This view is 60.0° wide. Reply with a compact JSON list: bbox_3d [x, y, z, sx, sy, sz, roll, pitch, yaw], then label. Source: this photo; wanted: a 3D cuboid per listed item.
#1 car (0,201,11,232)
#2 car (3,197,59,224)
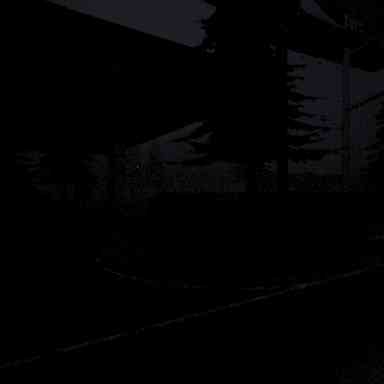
[{"bbox_3d":[-11.895,1.481,16.548,4.611,1.667,2.242,0,0,-36],"label":"car"},{"bbox_3d":[-11.664,1.308,23.676,3.866,1.878,1.905,0,0,-36],"label":"car"}]
